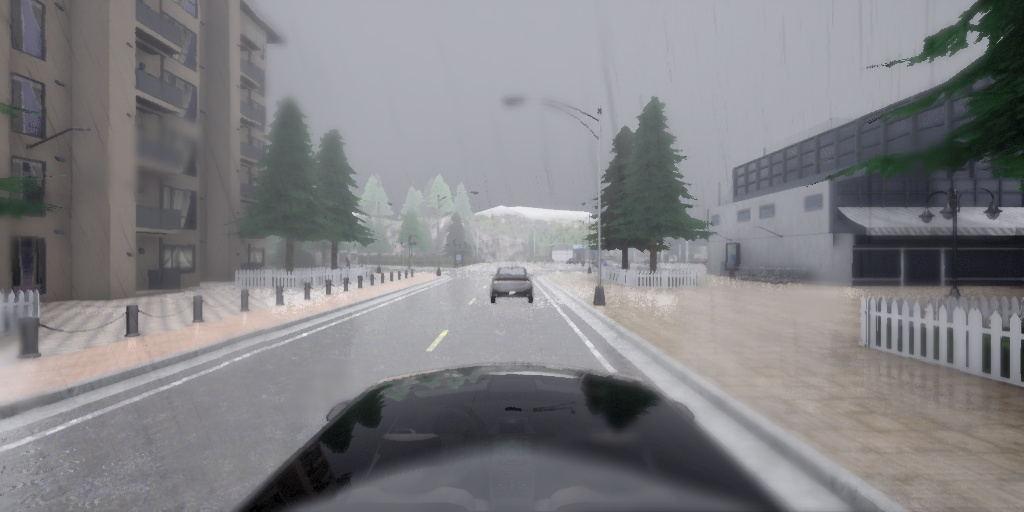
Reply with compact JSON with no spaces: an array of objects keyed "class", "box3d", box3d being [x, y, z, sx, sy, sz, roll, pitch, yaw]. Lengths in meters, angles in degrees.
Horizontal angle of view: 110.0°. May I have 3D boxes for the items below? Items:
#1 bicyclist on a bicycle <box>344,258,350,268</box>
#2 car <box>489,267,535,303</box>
[{"class":"bicyclist on a bicycle","box3d":[-21.786,1.033,47.473,0.582,1.620,1.656,0,0,1]},{"class":"car","box3d":[0.000,1.244,16.500,2.128,1.511,4.902,0,0,0]}]
